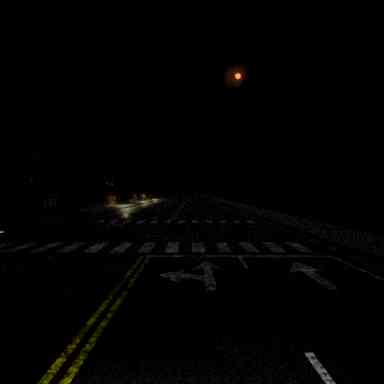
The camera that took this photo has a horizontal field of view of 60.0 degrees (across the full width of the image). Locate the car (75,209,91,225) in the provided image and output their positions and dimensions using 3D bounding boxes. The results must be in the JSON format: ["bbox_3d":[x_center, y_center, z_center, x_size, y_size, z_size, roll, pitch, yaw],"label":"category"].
[{"bbox_3d":[-9.305,1.603,22.376,1.895,1.301,4.718,0,0,39],"label":"car"}]

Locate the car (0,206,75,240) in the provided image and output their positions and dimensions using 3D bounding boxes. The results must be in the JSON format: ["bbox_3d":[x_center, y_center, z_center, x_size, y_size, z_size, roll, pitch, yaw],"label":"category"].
[{"bbox_3d":[-8.581,1.552,15.513,5.357,1.411,2.033,0,0,-33],"label":"car"}]
